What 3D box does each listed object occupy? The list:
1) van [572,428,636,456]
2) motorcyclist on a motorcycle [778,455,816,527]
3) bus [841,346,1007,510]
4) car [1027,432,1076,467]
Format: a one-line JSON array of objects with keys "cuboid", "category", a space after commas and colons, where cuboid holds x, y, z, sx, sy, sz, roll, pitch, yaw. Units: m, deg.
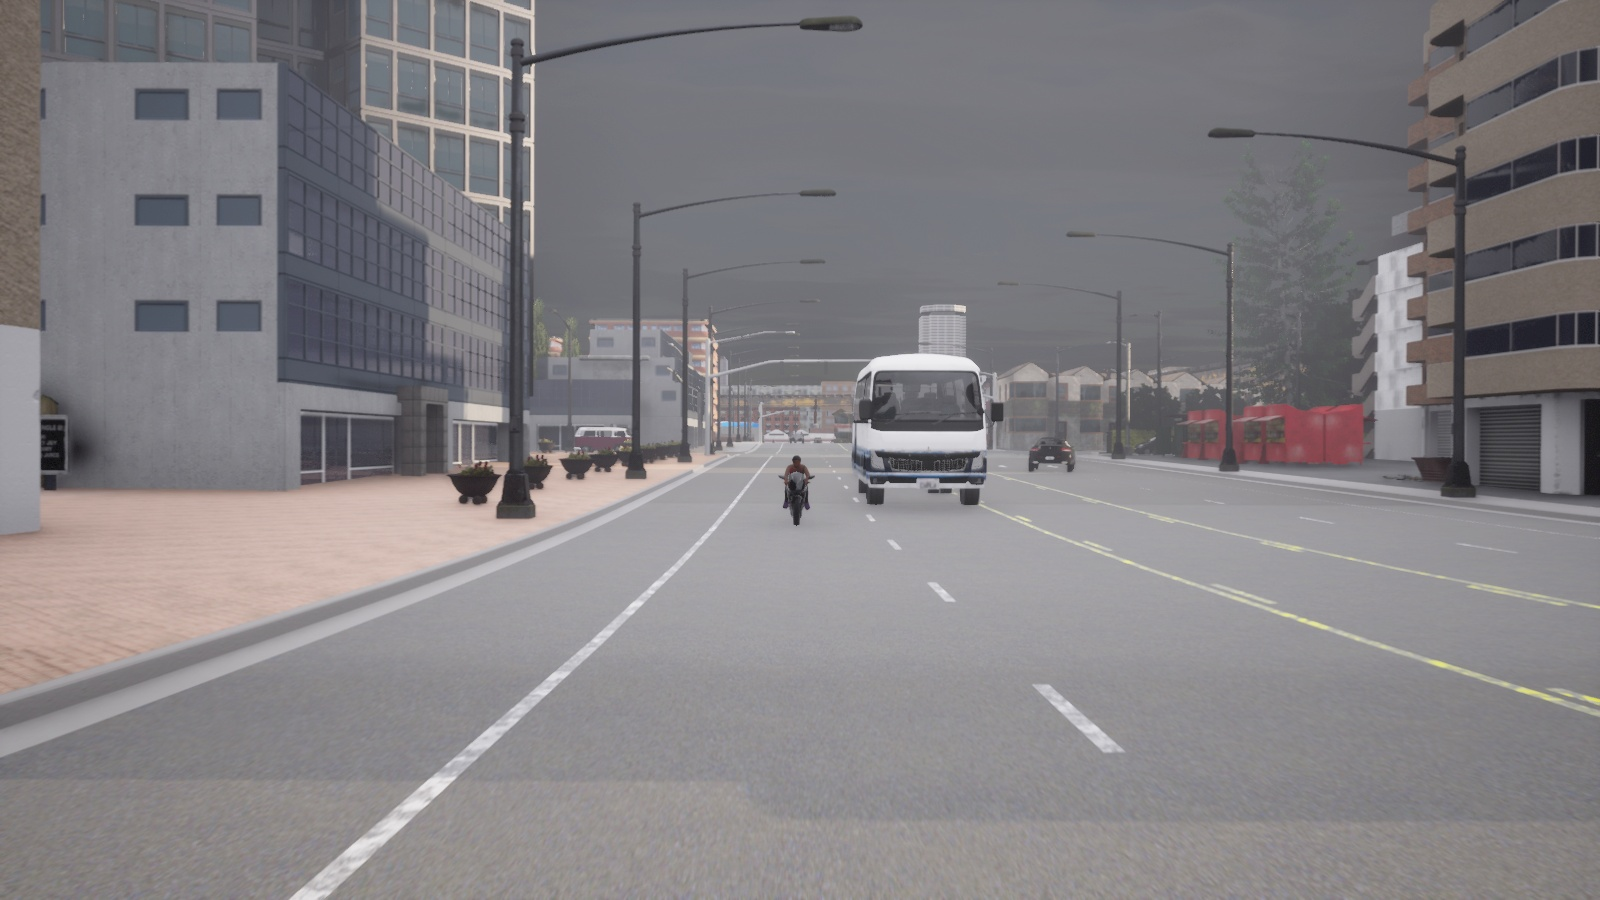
[{"cuboid": [-14.691, -0.579, 94.512, 4.480, 2.038, 2.069, 0, 0, 0], "category": "van"}, {"cuboid": [-0.068, 0.883, 27.925, 0.797, 1.523, 2.044, 0, 1, 0], "category": "motorcyclist on a motorcycle"}, {"cuboid": [3.402, -0.676, 37.878, 3.944, 4.253, 10.273, 0, 1, 0], "category": "bus"}, {"cuboid": [12.504, -0.069, 62.310, 2.152, 1.651, 5.027, 0, 1, 14], "category": "car"}]
